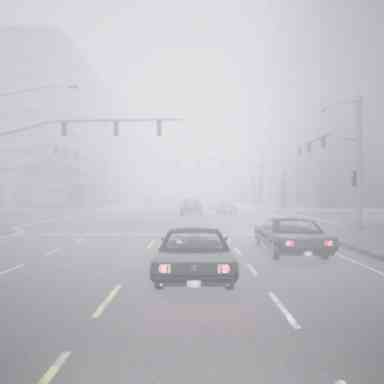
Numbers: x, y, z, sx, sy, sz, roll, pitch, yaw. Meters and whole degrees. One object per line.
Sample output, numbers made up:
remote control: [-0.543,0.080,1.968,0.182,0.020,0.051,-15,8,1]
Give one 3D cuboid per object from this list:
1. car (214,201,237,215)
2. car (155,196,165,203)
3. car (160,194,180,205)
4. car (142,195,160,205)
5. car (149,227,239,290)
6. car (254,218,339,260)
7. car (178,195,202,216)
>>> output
car: [3.412,1.600,34.089,1.994,1.385,4.181,0,0,-1]
car: [-7.077,1.544,73.644,1.812,1.442,4.674,0,0,1]
car: [-3.821,1.508,58.274,2.128,1.511,4.902,0,0,1]
car: [-7.325,1.368,58.085,2.097,1.767,4.553,0,0,1]
car: [0.062,1.603,9.051,1.895,1.301,4.718,0,0,0]
car: [3.577,1.604,12.428,1.895,1.301,4.718,0,0,0]
car: [-0.081,1.386,33.236,2.097,1.767,4.553,0,0,-1]
